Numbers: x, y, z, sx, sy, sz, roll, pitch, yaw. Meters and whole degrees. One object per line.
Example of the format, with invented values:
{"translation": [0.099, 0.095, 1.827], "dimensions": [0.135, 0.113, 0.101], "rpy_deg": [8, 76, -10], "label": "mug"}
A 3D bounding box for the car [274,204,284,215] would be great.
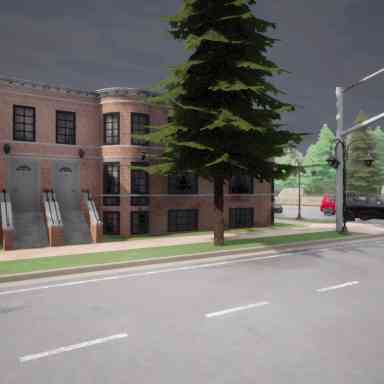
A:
{"translation": [7.170, 1.478, 34.125], "dimensions": [1.882, 1.535, 5.008], "rpy_deg": [0, 0, -30], "label": "car"}

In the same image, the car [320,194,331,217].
{"translation": [14.014, 1.221, 29.278], "dimensions": [2.150, 2.045, 5.566], "rpy_deg": [0, 0, -30], "label": "car"}

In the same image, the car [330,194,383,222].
{"translation": [13.178, 1.223, 23.747], "dimensions": [2.150, 2.045, 5.566], "rpy_deg": [0, 0, -30], "label": "car"}
